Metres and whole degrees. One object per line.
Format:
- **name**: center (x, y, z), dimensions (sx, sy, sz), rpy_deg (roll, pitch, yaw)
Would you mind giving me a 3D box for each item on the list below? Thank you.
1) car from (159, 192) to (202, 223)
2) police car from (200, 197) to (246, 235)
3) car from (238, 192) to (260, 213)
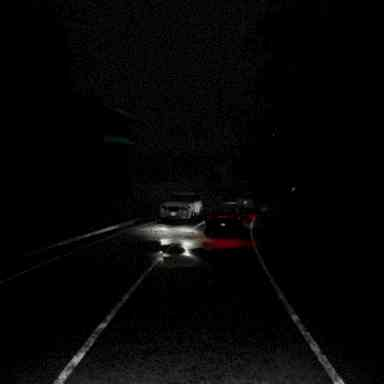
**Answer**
- **car**: center (-0.637, 1.028, 23.891), dimensions (2.150, 2.045, 5.566), rpy_deg (1, 0, 12)
- **police car**: center (1.853, 1.318, 18.301), dimensions (1.930, 1.638, 5.238), rpy_deg (1, 1, 9)
- **car**: center (6.113, 1.071, 36.261), dimensions (2.150, 2.045, 5.566), rpy_deg (2, 2, 16)
